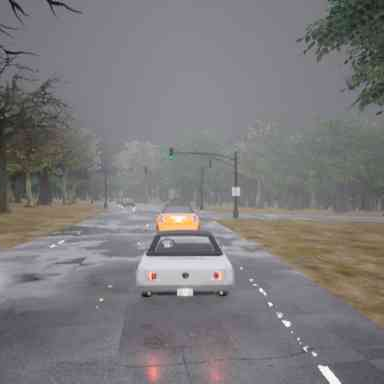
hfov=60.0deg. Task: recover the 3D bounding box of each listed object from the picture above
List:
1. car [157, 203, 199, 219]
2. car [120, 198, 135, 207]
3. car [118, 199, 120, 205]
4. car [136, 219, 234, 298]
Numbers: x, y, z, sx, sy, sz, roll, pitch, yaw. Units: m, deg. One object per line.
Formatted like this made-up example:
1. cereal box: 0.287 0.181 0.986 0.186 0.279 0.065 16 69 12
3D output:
1. car: -0.811 1.351 17.812 2.097 1.767 4.553 0 0 -4
2. car: -10.808 1.814 56.608 1.837 1.490 4.892 0 -1 -14
3. car: -13.033 1.978 65.358 1.812 1.442 4.674 0 -1 -15
4. car: -0.209 1.601 8.482 1.895 1.301 4.718 0 0 -2
